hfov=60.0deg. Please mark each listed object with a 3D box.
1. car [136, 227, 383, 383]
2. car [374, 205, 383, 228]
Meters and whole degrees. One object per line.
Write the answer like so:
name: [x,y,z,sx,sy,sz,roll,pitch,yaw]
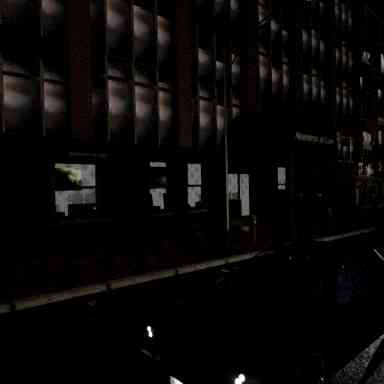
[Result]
car: [1.842,1.525,5.104,5.357,1.411,2.033,-1,0,-42]
car: [11.154,1.170,16.975,5.009,1.841,2.192,-1,-1,-42]
